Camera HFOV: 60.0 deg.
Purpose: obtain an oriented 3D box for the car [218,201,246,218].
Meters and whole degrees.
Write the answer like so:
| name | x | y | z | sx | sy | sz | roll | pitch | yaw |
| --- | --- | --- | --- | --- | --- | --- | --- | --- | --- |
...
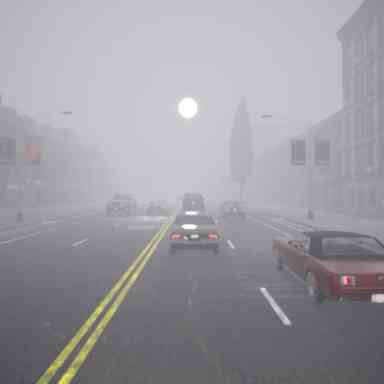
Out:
| name | x | y | z | sx | sy | sz | roll | pitch | yaw |
| --- | --- | --- | --- | --- | --- | --- | --- | --- | --- |
| car | 3.343 | 1.436 | 28.398 | 2.033 | 1.411 | 5.357 | 0 | 0 | 0 |

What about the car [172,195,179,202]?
| name | x | y | z | sx | sy | sz | roll | pitch | yaw |
| --- | --- | --- | --- | --- | --- | --- | --- | --- | --- |
| car | -3.252 | 1.508 | 72.877 | 2.128 | 1.511 | 4.902 | 0 | 0 | 0 |

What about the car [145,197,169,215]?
| name | x | y | z | sx | sy | sz | roll | pitch | yaw |
| --- | --- | --- | --- | --- | --- | --- | --- | --- | --- |
| car | -3.351 | 1.481 | 32.333 | 1.895 | 1.301 | 4.718 | 0 | 0 | 0 |

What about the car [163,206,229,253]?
| name | x | y | z | sx | sy | sz | roll | pitch | yaw |
| --- | --- | --- | --- | --- | --- | --- | --- | --- | --- |
| car | 0.093 | 1.498 | 13.440 | 2.033 | 1.411 | 5.357 | 0 | 0 | 0 |

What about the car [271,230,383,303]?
| name | x | y | z | sx | sy | sz | roll | pitch | yaw |
| --- | --- | --- | --- | --- | --- | --- | --- | --- | --- |
| car | 3.324 | 1.575 | 8.076 | 1.895 | 1.301 | 4.718 | 0 | 0 | 0 |

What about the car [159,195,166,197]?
| name | x | y | z | sx | sy | sz | roll | pitch | yaw |
| --- | --- | --- | --- | --- | --- | --- | --- | --- | --- |
| car | -6.502 | 1.508 | 72.877 | 2.128 | 1.511 | 4.902 | 0 | 0 | 0 |

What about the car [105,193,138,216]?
| name | x | y | z | sx | sy | sz | roll | pitch | yaw |
| --- | --- | --- | --- | --- | --- | --- | --- | --- | --- |
| car | -6.602 | 1.103 | 31.758 | 2.150 | 2.045 | 5.566 | 0 | 0 | 0 |

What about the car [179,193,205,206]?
| name | x | y | z | sx | sy | sz | roll | pitch | yaw |
| --- | --- | --- | --- | --- | --- | --- | --- | --- | --- |
| car | 0.097 | 1.101 | 32.867 | 2.150 | 2.045 | 5.566 | 0 | 0 | 0 |
